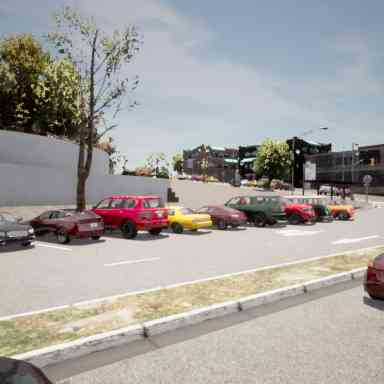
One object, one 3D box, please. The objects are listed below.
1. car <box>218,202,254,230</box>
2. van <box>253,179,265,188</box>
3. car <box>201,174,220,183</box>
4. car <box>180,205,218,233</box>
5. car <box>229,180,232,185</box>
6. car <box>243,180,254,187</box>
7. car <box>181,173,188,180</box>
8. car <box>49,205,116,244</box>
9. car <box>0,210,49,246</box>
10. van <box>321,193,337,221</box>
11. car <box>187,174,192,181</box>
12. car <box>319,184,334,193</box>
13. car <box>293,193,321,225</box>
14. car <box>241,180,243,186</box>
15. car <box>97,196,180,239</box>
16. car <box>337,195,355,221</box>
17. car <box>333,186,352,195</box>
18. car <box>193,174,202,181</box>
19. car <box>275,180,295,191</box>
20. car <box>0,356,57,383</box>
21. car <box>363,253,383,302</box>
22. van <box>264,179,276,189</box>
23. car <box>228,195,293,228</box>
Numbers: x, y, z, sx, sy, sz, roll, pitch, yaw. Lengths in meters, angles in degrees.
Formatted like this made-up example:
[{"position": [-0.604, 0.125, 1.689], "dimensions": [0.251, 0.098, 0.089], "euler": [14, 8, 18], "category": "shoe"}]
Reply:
[{"position": [1.176, 1.549, 21.017], "dimensions": [4.674, 1.452, 2.002], "euler": [-1, -1, 35], "category": "car"}, {"position": [15.563, -1.764, 71.085], "dimensions": [1.878, 1.987, 4.442], "euler": [7, 4, 35], "category": "van"}, {"position": [5.309, -3.176, 86.108], "dimensions": [1.946, 1.575, 5.366], "euler": [7, 3, 34], "category": "car"}, {"position": [-1.430, 1.503, 19.389], "dimensions": [5.366, 1.575, 1.946], "euler": [-1, -1, 35], "category": "car"}, {"position": [10.415, -2.317, 78.598], "dimensions": [2.002, 1.452, 4.674], "euler": [7, 3, 35], "category": "car"}, {"position": [13.989, -1.812, 73.816], "dimensions": [1.946, 1.575, 5.366], "euler": [7, 3, 35], "category": "car"}, {"position": [-0.066, -4.085, 93.304], "dimensions": [2.185, 1.767, 4.553], "euler": [4, 1, 33], "category": "car"}, {"position": [-6.195, 1.524, 15.817], "dimensions": [4.792, 1.488, 2.163], "euler": [-1, -1, 35], "category": "car"}, {"position": [-8.615, 1.493, 14.070], "dimensions": [4.892, 1.521, 2.231], "euler": [-1, -1, 35], "category": "car"}, {"position": [8.655, 1.297, 26.150], "dimensions": [4.442, 1.987, 1.878], "euler": [-1, -1, 35], "category": "van"}, {"position": [1.664, -3.850, 90.834], "dimensions": [2.185, 1.767, 4.553], "euler": [6, 3, 34], "category": "car"}, {"position": [24.263, -0.426, 58.866], "dimensions": [2.435, 2.045, 5.566], "euler": [7, 3, 35], "category": "car"}, {"position": [6.117, 1.267, 24.480], "dimensions": [5.566, 2.045, 2.435], "euler": [-1, -1, 35], "category": "car"}, {"position": [12.157, -2.043, 76.136], "dimensions": [2.002, 1.452, 4.674], "euler": [7, 4, 35], "category": "car"}, {"position": [-3.750, 1.248, 17.562], "dimensions": [5.566, 2.045, 2.435], "euler": [-1, -1, 35], "category": "car"}, {"position": [11.064, 1.403, 27.900], "dimensions": [4.553, 1.767, 2.185], "euler": [-1, -1, 35], "category": "car"}, {"position": [25.954, 0.136, 56.394], "dimensions": [2.002, 1.452, 4.674], "euler": [7, 3, 35], "category": "car"}, {"position": [3.458, -3.698, 88.368], "dimensions": [2.435, 2.045, 5.566], "euler": [7, 3, 34], "category": "car"}, {"position": [19.052, -0.992, 66.251], "dimensions": [2.231, 1.521, 4.892], "euler": [7, 3, 35], "category": "car"}, {"position": [-2.882, 1.504, 1.076], "dimensions": [4.892, 1.490, 1.837], "euler": [0, 0, -35], "category": "car"}, {"position": [5.559, 1.574, 7.103], "dimensions": [4.181, 1.385, 1.994], "euler": [0, 0, -34], "category": "car"}, {"position": [17.292, -1.491, 68.614], "dimensions": [1.878, 1.987, 4.442], "euler": [7, 4, 35], "category": "van"}, {"position": [3.604, 1.263, 22.775], "dimensions": [5.566, 2.045, 2.435], "euler": [-1, -1, 35], "category": "car"}]
